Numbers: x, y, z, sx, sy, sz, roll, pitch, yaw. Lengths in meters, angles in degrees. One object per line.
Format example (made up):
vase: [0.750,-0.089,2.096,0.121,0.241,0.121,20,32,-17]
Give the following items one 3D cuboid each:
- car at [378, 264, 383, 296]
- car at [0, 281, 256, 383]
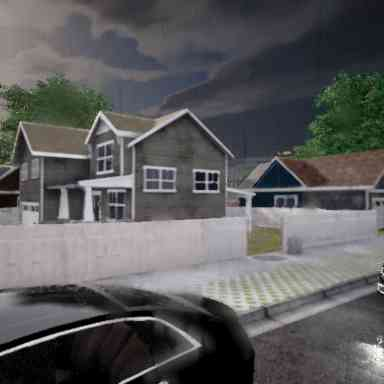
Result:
car: [6.141,1.657,7.722,4.892,1.490,1.837,1,-1,-37]
car: [-1.514,1.544,2.193,4.892,1.490,1.837,1,-1,-44]
